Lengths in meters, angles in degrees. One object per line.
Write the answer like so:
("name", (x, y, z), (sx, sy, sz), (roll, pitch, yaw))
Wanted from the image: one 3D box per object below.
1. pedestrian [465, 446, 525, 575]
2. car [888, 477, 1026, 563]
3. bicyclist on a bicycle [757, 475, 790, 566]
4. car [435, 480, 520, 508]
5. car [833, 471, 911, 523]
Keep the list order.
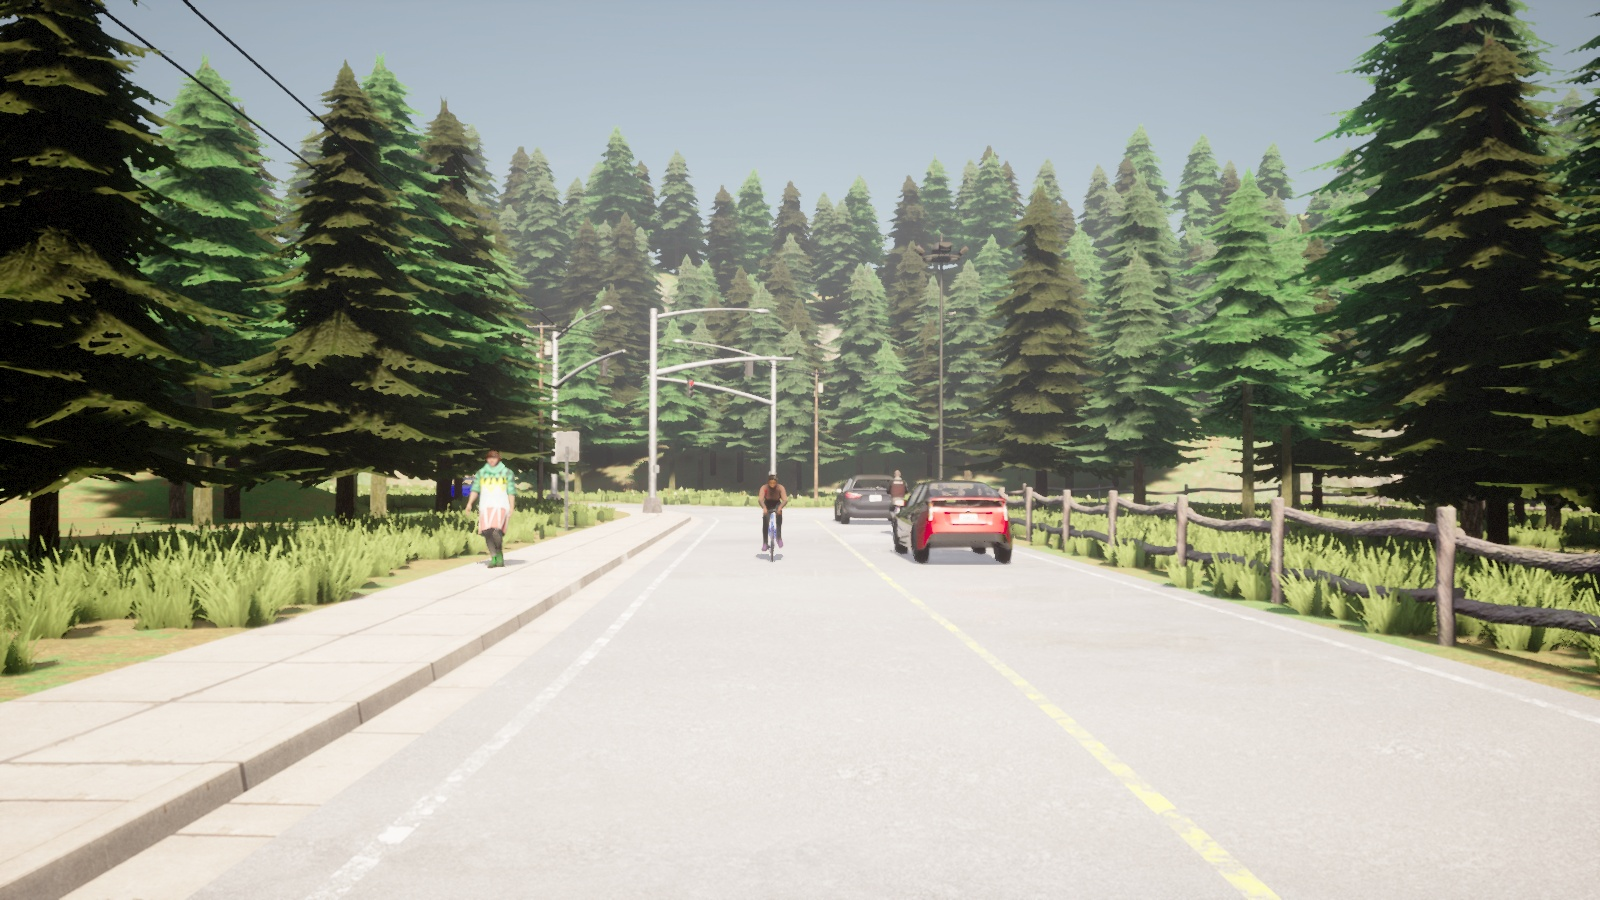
("pedestrian", (-4.711, 0.925, 19.443), (0.659, 1.952, 0.873), (0, -1, 6))
("car", (2.962, 1.290, 24.679), (2.007, 1.525, 4.514), (0, -1, -2))
("bicyclist on a bicycle", (-0.502, 1.282, 23.388), (0.582, 1.620, 1.656), (0, -1, -2))
("car", (-17.597, 2.371, 68.524), (4.193, 1.474, 1.816), (-1, -1, 22))
("car", (2.397, 1.583, 43.183), (2.242, 1.667, 4.611), (0, -1, -2))
